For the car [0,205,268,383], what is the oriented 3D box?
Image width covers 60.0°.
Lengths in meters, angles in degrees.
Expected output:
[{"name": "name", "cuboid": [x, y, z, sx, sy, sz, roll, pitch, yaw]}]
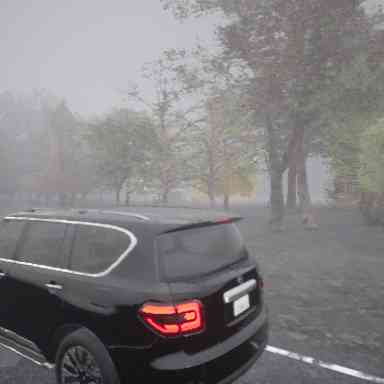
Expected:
[{"name": "car", "cuboid": [-1.687, 1.213, 4.895, 5.566, 2.045, 2.150, 0, 0, 36]}]
